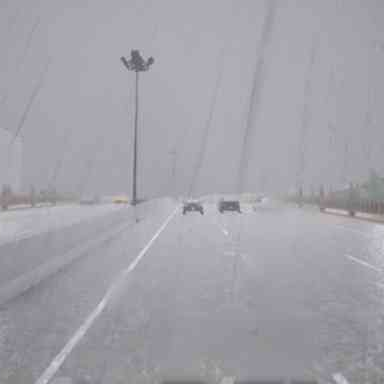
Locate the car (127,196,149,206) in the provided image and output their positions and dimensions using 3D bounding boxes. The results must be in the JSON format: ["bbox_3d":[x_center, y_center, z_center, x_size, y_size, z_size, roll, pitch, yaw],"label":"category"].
[{"bbox_3d":[-7.085,1.271,45.315,1.895,1.301,4.718,0,0,0],"label":"car"}]

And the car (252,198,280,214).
[{"bbox_3d":[7.095,1.292,31.841,1.812,1.442,4.674,0,0,0],"label":"car"}]

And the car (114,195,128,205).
[{"bbox_3d":[-10.568,1.129,50.759,1.882,1.535,5.008,0,0,0],"label":"car"}]

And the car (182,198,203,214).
[{"bbox_3d":[0.095,1.290,32.162,1.812,1.442,4.674,0,0,0],"label":"car"}]

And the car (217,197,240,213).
[{"bbox_3d":[3.595,1.236,33.092,1.882,1.535,5.008,0,0,0],"label":"car"}]

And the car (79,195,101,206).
[{"bbox_3d":[-14.080,1.142,46.036,1.882,1.535,5.008,0,0,0],"label":"car"}]
